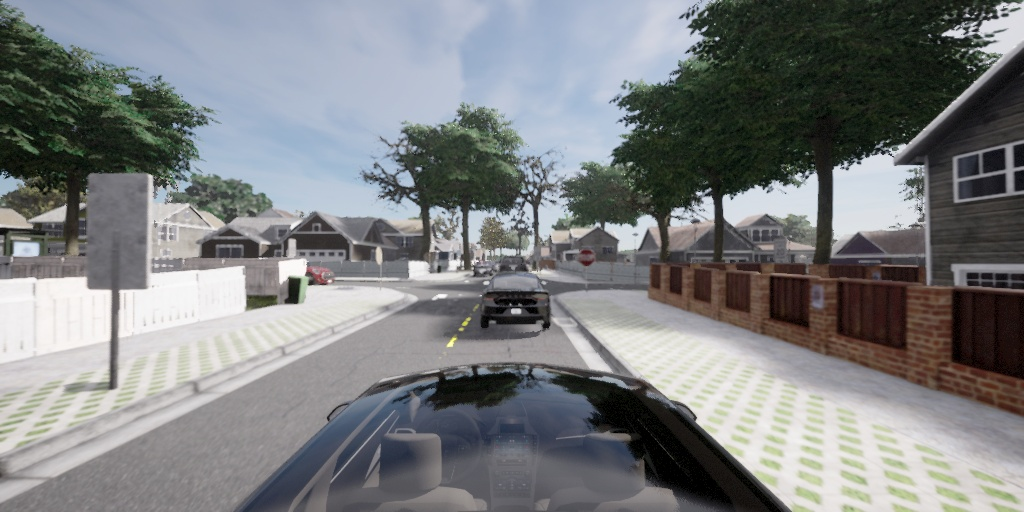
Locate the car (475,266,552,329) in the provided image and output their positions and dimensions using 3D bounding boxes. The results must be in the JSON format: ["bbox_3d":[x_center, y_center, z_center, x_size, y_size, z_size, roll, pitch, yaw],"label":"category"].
[{"bbox_3d":[0.098,1.218,11.212,1.882,1.535,5.008,0,0,0],"label":"car"}]

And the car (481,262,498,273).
[{"bbox_3d":[-2.840,1.454,46.794,1.895,1.301,4.718,0,0,1],"label":"car"}]

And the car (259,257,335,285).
[{"bbox_3d":[-13.063,0.889,21.401,4.553,1.767,2.097,1,-1,2],"label":"car"}]

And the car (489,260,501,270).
[{"bbox_3d":[-2.792,1.479,60.539,1.837,1.490,4.892,0,0,0],"label":"car"}]

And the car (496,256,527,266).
[{"bbox_3d":[0.094,0.985,29.599,2.150,2.045,5.566,0,0,0],"label":"car"}]

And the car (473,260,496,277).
[{"bbox_3d":[-2.850,1.283,36.553,2.128,1.511,4.902,0,0,0],"label":"car"}]
